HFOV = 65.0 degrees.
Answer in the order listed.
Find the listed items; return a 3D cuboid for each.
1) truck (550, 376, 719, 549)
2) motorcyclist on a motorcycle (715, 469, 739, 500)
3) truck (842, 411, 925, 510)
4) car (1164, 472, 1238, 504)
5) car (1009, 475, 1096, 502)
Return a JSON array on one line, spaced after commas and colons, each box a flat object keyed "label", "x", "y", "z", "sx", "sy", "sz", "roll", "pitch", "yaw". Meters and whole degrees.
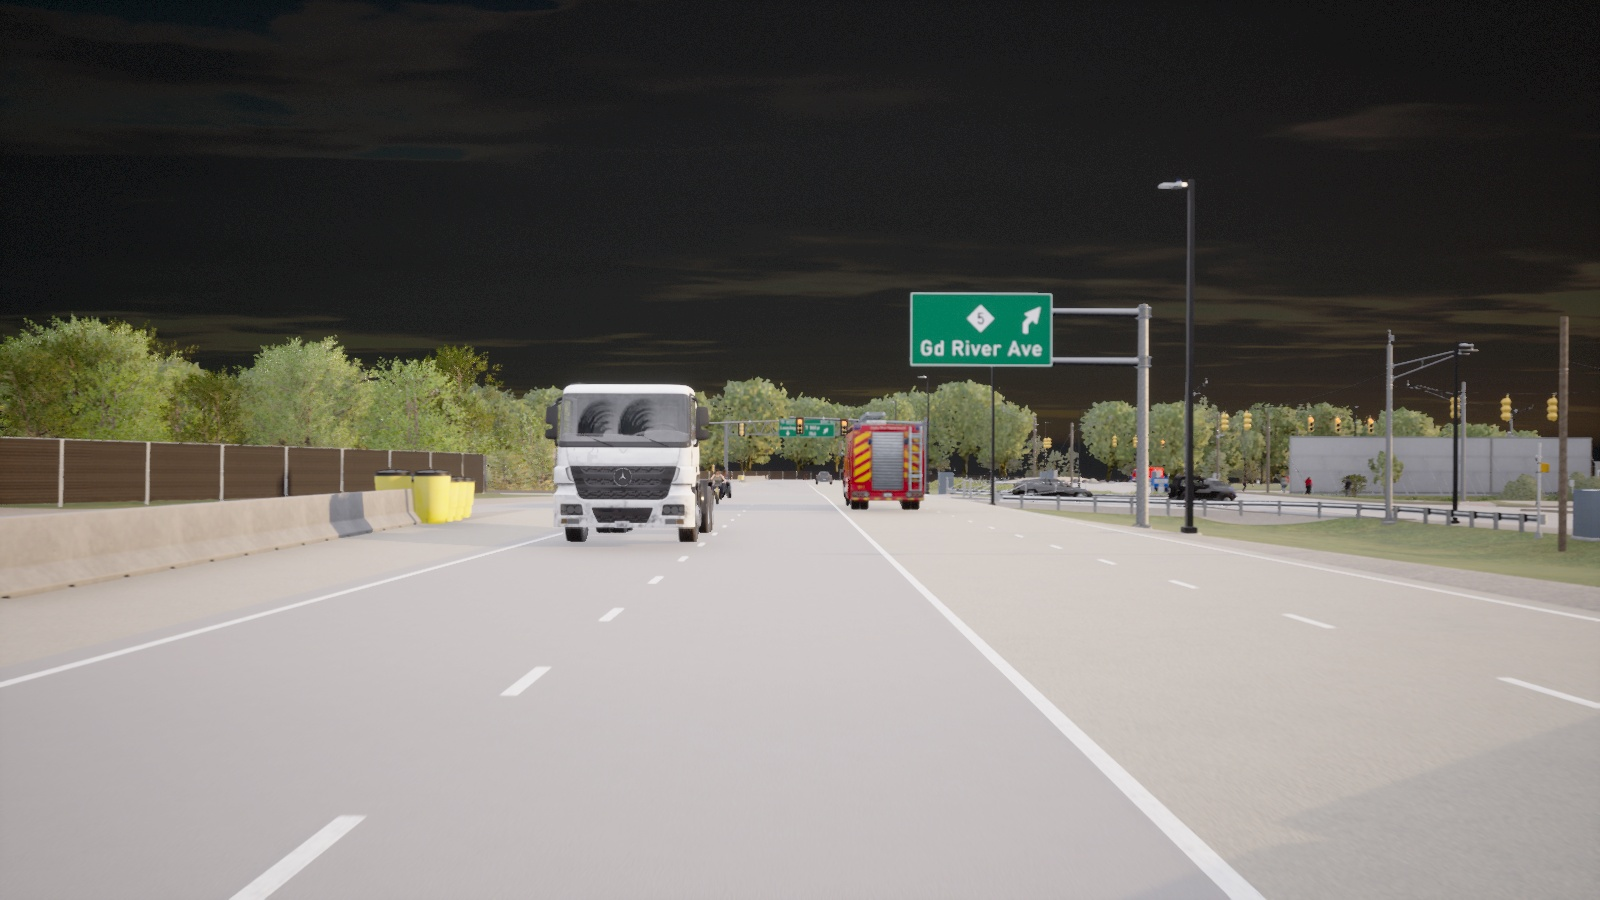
[{"label": "truck", "x": -3.572, "y": 0.315, "z": 29.130, "sx": 2.891, "sy": 3.462, "sz": 7.936, "roll": 0, "pitch": -1, "yaw": 0}, {"label": "motorcyclist on a motorcycle", "x": -4.028, "y": 1.880, "z": 69.001, "sx": 0.766, "sy": 1.649, "sz": 2.350, "roll": -1, "pitch": 0, "yaw": -17}, {"label": "truck", "x": 3.373, "y": 0.476, "z": 52.826, "sx": 2.891, "sy": 3.827, "sz": 8.468, "roll": 0, "pitch": -1, "yaw": 0}, {"label": "car", "x": 24.100, "y": 2.283, "z": 75.548, "sx": 3.866, "sy": 1.878, "sz": 1.905, "roll": 0, "pitch": -1, "yaw": 0}, {"label": "car", "x": 15.137, "y": 2.292, "z": 75.517, "sx": 4.792, "sy": 1.488, "sz": 2.163, "roll": 2, "pitch": -1, "yaw": 0}]
